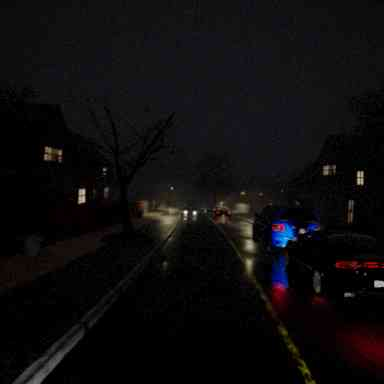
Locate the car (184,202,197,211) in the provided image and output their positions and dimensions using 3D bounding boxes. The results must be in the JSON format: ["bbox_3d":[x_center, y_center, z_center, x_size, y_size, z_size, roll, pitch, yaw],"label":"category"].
[{"bbox_3d":[-0.344,2.384,55.012,1.812,1.442,4.674,2,-1,-4],"label":"car"}]

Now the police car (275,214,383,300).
[{"bbox_3d":[3.972,1.718,9.373,1.930,1.638,5.238,2,-1,3],"label":"police car"}]

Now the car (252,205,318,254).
[{"bbox_3d":[4.192,1.608,15.331,2.150,2.045,5.566,2,-1,2],"label":"car"}]

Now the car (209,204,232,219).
[{"bbox_3d":[3.345,2.293,37.830,1.895,1.301,4.718,2,-1,-1],"label":"car"}]

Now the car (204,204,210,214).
[{"bbox_3d":[2.911,2.414,47.969,1.994,1.385,4.181,2,-1,-3],"label":"car"}]
